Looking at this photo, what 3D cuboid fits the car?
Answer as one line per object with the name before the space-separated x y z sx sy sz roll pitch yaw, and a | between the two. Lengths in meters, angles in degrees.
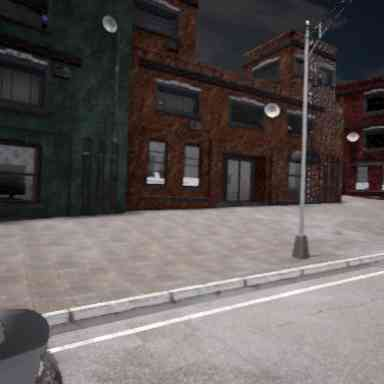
car | -3.212 1.481 1.548 4.892 1.490 1.837 0 0 -36
